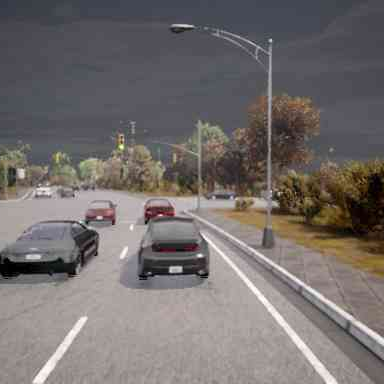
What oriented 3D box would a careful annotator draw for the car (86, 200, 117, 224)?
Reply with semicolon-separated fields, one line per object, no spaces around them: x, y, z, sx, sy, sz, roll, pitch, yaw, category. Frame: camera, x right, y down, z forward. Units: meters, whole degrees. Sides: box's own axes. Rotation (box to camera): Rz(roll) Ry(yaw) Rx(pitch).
-5.951;1.270;21.889;1.812;1.442;4.674;0;2;-12;car

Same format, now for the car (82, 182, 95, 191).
-25.337;-1.346;82.395;2.150;2.045;5.566;-1;2;-25;car

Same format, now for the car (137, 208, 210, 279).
-0.599;1.501;10.126;1.837;1.490;4.892;0;1;-5;car

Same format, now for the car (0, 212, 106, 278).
-4.133;1.565;10.294;1.994;1.385;4.181;0;1;-5;car

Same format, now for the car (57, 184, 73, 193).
-23.155;-0.266;60.727;1.837;1.490;4.892;-1;2;-24;car

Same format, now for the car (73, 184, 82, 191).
-28.506;-1.013;80.919;1.837;1.490;4.892;-1;2;-25;car

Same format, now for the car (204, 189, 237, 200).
4.044;0.406;47.490;4.892;1.490;1.837;1;2;-21;car

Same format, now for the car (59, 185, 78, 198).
-19.481;0.087;52.240;1.812;1.442;4.674;-1;2;-23;car

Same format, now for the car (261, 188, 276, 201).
13.401;0.336;51.129;5.566;2.045;2.150;2;1;-22;car

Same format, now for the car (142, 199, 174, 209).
-2.311;1.197;22.522;1.882;1.535;5.008;0;2;-9;car

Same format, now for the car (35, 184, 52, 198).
-23.125;-0.203;51.862;2.150;2.045;5.566;-1;2;-23;car

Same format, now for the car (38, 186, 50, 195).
-27.067;-0.299;60.924;1.882;1.535;5.008;-1;2;-24;car

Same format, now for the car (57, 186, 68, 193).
-27.359;-0.521;70.031;1.895;1.301;4.718;-1;2;-25;car
